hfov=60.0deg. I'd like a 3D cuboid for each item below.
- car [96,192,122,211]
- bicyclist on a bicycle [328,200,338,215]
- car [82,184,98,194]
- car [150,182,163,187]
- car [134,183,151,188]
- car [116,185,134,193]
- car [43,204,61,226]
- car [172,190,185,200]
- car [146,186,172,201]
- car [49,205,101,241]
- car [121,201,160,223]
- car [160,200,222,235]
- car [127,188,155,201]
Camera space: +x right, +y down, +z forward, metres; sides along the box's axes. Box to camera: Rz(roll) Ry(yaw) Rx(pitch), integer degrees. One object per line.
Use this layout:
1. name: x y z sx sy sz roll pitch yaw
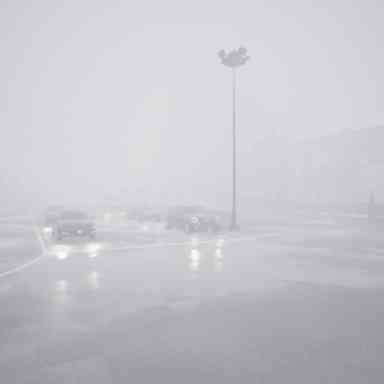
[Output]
1. car: -9.828 1.289 40.298 2.097 1.767 4.553 0 3 -27
2. bicyclist on a bicycle: 16.069 1.765 37.782 1.656 1.620 0.582 0 0 -27
3. car: -16.557 -0.396 53.909 2.097 1.767 4.553 0 6 -27
4. car: -7.611 -1.021 67.323 2.150 2.045 5.566 0 7 -27
5. car: -10.359 -0.707 65.193 1.882 1.535 5.008 0 7 -27
6. car: -12.913 -0.558 62.254 1.882 1.535 5.008 0 6 -27
7. car: -10.751 1.775 26.588 1.837 1.490 4.892 0 0 -27
8. car: -2.875 0.434 58.071 1.882 1.535 5.008 0 6 -27
9. car: -5.698 0.485 55.896 1.882 1.535 5.008 0 6 -26
10. car: -6.563 1.721 18.342 1.837 1.490 4.892 0 -1 -27
11. car: -4.276 1.865 29.290 2.033 1.411 5.357 0 0 -27
12. car: 0.001 1.602 20.885 2.097 1.767 4.553 0 -1 -27
13. car: -8.238 0.692 52.923 2.033 1.411 5.357 0 6 -27
